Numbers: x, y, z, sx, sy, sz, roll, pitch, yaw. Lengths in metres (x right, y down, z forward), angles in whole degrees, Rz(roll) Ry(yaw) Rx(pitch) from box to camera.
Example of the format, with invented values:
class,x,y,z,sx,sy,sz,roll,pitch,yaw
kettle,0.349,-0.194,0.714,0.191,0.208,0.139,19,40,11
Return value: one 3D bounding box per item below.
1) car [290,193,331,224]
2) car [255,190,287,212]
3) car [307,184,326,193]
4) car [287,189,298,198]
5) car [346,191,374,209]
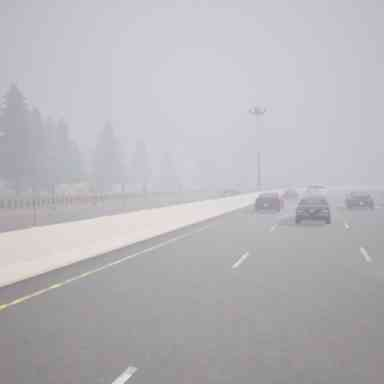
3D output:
class,x,y,z,sx,sy,sz,roll,pitch,yaw
car,7.217,1.009,19.775,2.033,1.411,5.357,-1,1,21
car,6.579,0.793,27.925,1.882,1.535,5.008,-1,1,21
car,16.395,0.018,43.843,2.150,2.045,5.566,-1,1,21
car,14.352,0.279,48.259,1.812,1.442,4.674,-1,1,21
car,14.302,0.667,28.522,1.812,1.442,4.674,-1,1,21
